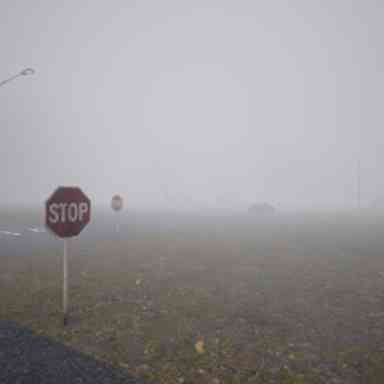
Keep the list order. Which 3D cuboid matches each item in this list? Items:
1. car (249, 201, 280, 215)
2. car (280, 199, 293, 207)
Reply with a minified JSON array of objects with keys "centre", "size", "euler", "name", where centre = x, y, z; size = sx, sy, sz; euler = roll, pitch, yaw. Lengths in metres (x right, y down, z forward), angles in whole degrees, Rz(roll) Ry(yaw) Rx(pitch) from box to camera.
[{"centre":[8.755,2.036,41.299],"size":[1.837,1.490,4.892],"euler":[1,0,36],"name":"car"},{"centre":[18.849,2.264,67.285],"size":[1.837,1.490,4.892],"euler":[1,0,36],"name":"car"}]
